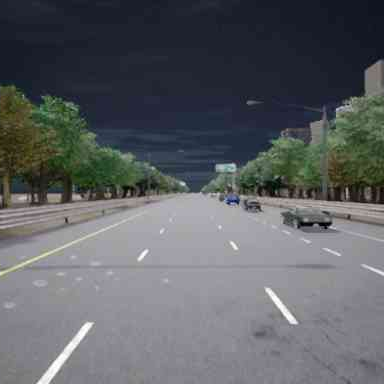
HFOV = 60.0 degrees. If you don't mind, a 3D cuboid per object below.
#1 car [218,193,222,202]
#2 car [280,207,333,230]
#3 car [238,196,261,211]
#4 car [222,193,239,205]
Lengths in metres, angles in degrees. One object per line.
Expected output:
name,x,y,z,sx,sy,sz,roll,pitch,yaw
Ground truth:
car,7.310,1.254,76.397,2.150,2.045,5.566,0,0,0
car,7.021,1.600,21.007,1.895,1.301,4.718,0,0,0
car,7.083,1.515,40.043,1.837,1.490,4.892,0,0,0
car,7.191,1.264,59.078,2.150,2.045,5.566,0,0,0
